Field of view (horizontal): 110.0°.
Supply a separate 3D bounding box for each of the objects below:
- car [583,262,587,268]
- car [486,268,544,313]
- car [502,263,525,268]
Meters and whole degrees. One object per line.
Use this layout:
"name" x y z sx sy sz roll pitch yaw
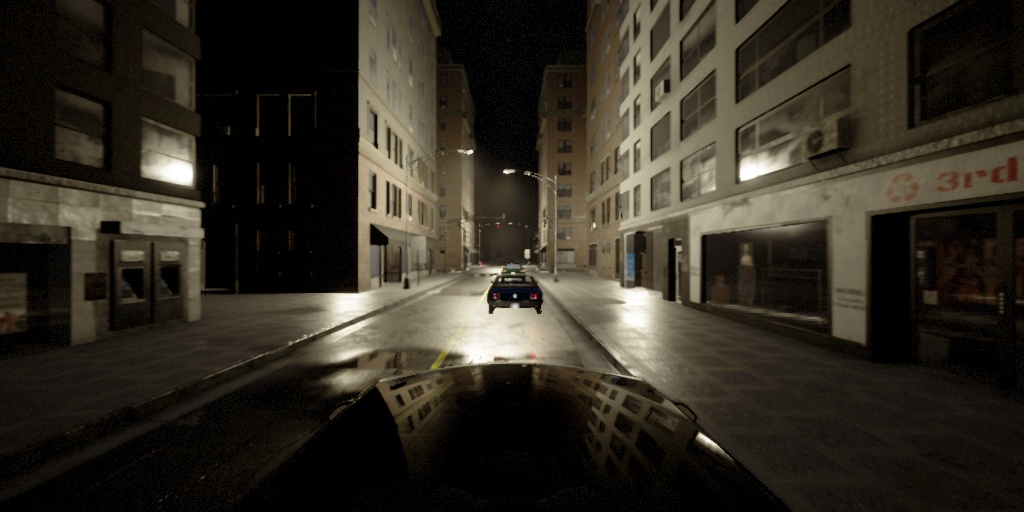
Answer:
"car" 12.271 1.018 48.664 5.009 1.841 2.192 0 0 0
"car" 0.101 1.328 13.789 1.895 1.301 4.718 0 0 0
"car" 0.100 1.270 28.771 1.994 1.385 4.181 0 0 0
